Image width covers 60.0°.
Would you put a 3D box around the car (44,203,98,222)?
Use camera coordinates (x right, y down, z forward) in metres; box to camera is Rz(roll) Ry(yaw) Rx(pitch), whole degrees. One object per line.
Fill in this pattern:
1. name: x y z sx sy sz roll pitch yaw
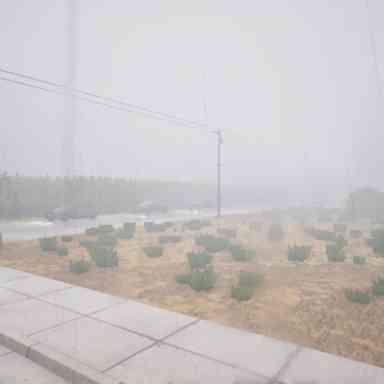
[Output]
1. car: -9.652 1.598 26.754 1.994 1.385 4.181 0 0 33

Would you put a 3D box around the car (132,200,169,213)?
1. car: -4.286 1.559 35.075 1.812 1.442 4.674 0 0 33

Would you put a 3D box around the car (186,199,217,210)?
1. car: 1.348 1.581 43.853 2.033 1.411 5.357 0 0 33
